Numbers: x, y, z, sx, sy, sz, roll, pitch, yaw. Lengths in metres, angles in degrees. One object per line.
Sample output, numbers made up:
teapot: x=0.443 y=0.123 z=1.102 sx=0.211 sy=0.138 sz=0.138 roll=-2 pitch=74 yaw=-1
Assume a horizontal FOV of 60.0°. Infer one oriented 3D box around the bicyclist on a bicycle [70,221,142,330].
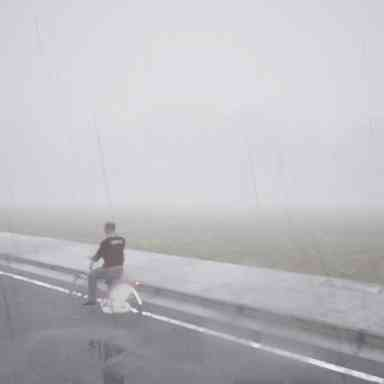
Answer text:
bicyclist on a bicycle: x=-1.565 y=1.380 z=5.775 sx=1.843 sy=1.776 sz=0.659 roll=0 pitch=0 yaw=36
